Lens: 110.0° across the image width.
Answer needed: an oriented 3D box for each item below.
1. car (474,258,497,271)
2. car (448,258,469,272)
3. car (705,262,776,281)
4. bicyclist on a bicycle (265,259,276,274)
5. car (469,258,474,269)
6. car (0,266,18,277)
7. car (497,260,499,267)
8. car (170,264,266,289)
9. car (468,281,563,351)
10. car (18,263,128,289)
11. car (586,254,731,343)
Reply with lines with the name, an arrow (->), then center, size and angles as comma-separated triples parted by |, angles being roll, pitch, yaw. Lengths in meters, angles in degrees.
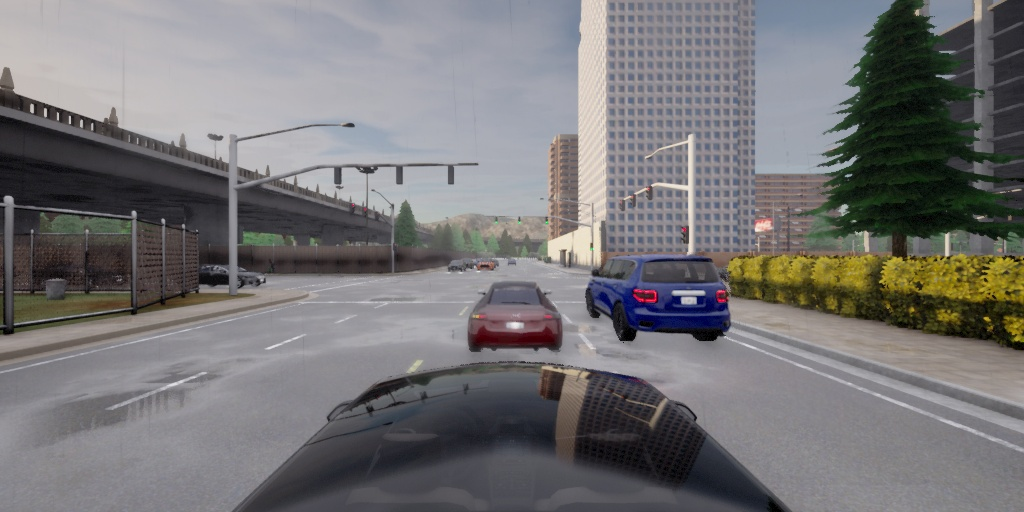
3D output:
car -> -3.602, 1.101, 49.787 | 2.097, 1.767, 4.553 | 0, 0, 0
car -> -7.107, 1.254, 46.644 | 1.837, 1.490, 4.892 | 0, 0, 0
car -> 19.299, 1.310, 30.428 | 4.892, 1.490, 1.837 | 0, 0, 0
bicyclist on a bicycle -> -25.308, 1.106, 37.603 | 0.582, 1.620, 1.656 | 0, 0, 0
car -> -7.106, 1.101, 55.528 | 2.097, 1.767, 4.553 | 0, 0, 0
car -> -49.294, 1.369, 33.703 | 4.181, 1.385, 1.994 | 0, 0, 1
car -> -3.600, 1.241, 58.859 | 2.128, 1.511, 4.902 | 0, 0, 0
car -> -18.602, 1.297, 23.137 | 4.902, 1.511, 2.128 | 0, 0, 0
car -> 0.070, 1.314, 8.948 | 1.994, 1.385, 4.181 | 0, 0, 0
car -> -27.760, 1.297, 23.115 | 4.902, 1.511, 2.128 | 0, 0, 0
car -> 3.570, 0.973, 9.864 | 2.150, 2.045, 5.566 | 0, 0, 1
